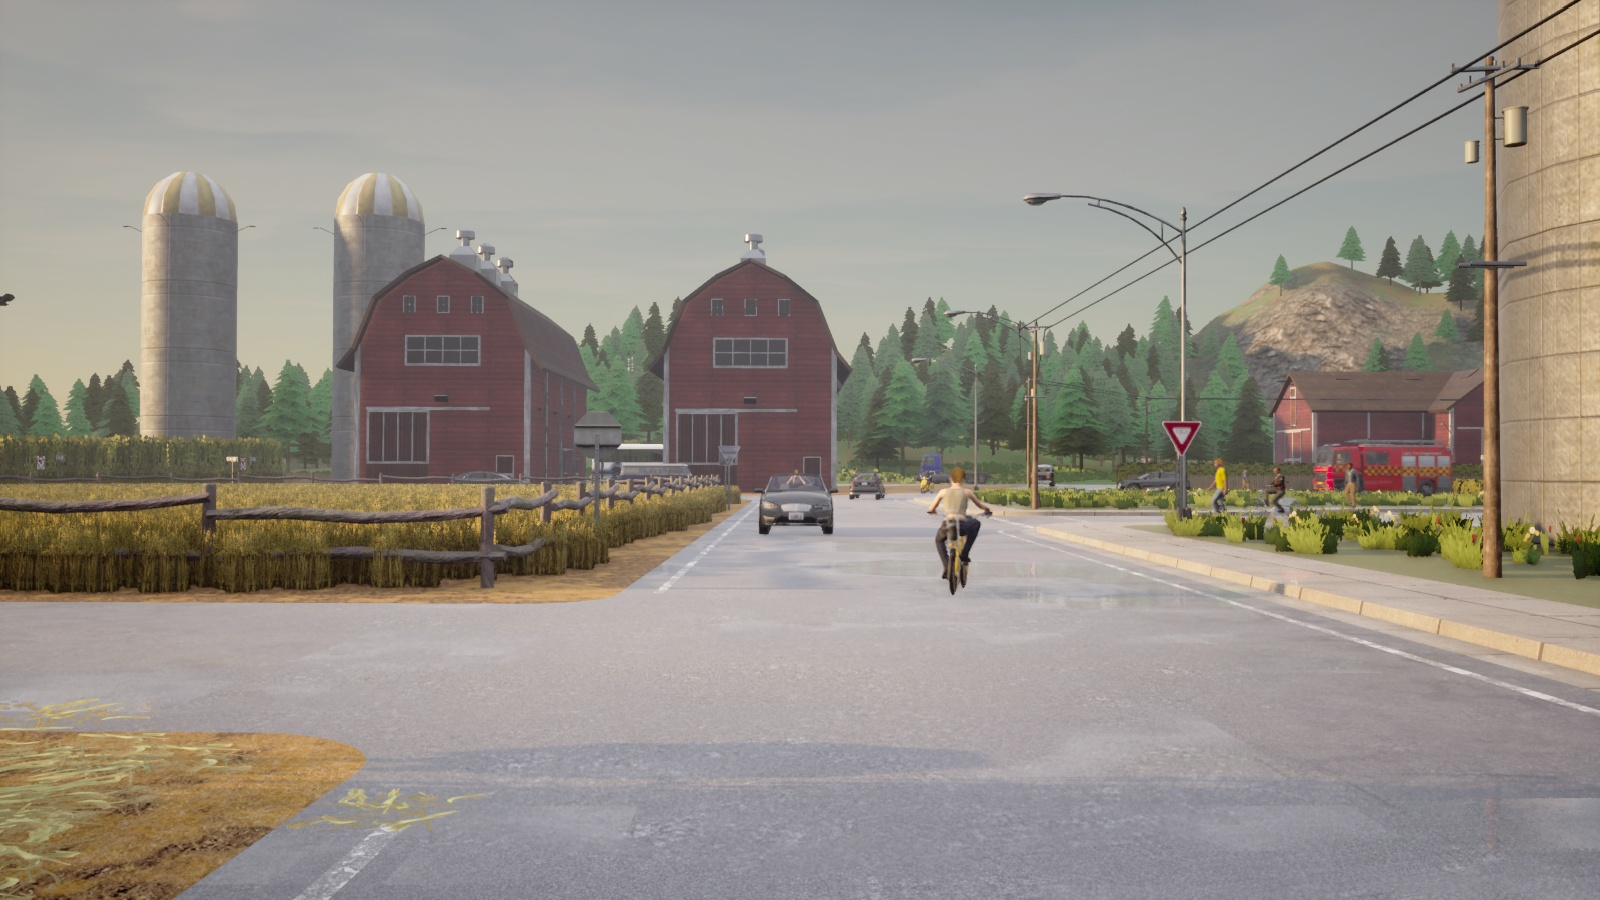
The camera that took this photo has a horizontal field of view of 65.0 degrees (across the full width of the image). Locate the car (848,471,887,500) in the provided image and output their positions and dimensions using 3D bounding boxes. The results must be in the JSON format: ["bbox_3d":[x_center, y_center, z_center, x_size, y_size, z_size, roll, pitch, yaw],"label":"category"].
[{"bbox_3d":[3.820,1.941,70.240,1.789,1.549,3.705,-1,-1,9],"label":"car"}]

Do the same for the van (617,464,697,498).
[{"bbox_3d":[-8.452,1.845,74.290,4.442,1.987,1.775,0,-1,4],"label":"van"}]

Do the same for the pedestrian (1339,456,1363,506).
[{"bbox_3d":[21.783,1.214,49.651,0.788,1.949,0.423,0,-1,-27],"label":"pedestrian"}]

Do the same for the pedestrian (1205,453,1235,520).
[{"bbox_3d":[11.630,1.006,34.792,0.706,1.836,0.354,0,-1,7],"label":"pedestrian"}]

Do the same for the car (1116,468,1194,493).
[{"bbox_3d":[24.240,2.085,85.906,4.856,1.649,2.033,0,-1,4],"label":"car"}]

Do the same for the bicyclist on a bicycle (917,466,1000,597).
[{"bbox_3d":[2.082,1.016,16.331,0.866,1.612,1.509,-1,-1,15],"label":"bicyclist on a bicycle"}]

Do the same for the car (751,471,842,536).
[{"bbox_3d":[-0.085,1.308,32.054,2.128,1.511,4.902,0,-1,0],"label":"car"}]

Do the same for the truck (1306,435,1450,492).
[{"bbox_3d":[39.417,0.930,85.825,8.468,3.827,2.891,0,-1,0],"label":"truck"}]

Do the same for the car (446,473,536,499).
[{"bbox_3d":[-18.200,2.132,74.039,4.892,1.490,1.837,0,-1,-3],"label":"car"}]

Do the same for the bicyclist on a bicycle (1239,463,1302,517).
[{"bbox_3d":[15.708,1.325,41.961,1.843,1.776,0.659,0,-1,-1],"label":"bicyclist on a bicycle"}]
